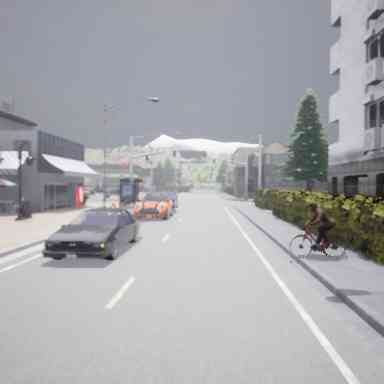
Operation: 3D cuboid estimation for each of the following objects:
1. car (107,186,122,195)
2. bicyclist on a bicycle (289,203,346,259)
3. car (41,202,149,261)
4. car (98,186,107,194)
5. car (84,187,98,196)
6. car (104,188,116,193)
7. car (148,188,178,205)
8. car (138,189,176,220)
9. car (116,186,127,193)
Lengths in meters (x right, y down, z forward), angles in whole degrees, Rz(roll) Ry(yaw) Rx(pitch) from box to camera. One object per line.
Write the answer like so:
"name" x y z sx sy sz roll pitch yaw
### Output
"car" -15.567 -0.052 69.038 2.007 1.523 4.514 1 1 3
"bicyclist on a bicycle" 3.668 1.143 9.678 1.656 1.620 0.582 1 1 3
"car" -3.098 1.289 11.555 2.033 1.411 5.357 1 1 3
"car" -22.026 -0.523 79.358 1.932 1.855 4.605 1 1 3
"car" -19.557 -0.016 62.169 1.970 1.475 3.806 1 1 3
"car" -21.667 -0.428 87.834 1.970 1.475 3.806 1 1 3
"car" -2.174 0.612 27.986 1.882 1.535 5.008 1 1 3
"car" -2.524 0.873 22.618 2.097 1.767 4.553 1 1 3
"car" -18.372 -0.665 87.061 1.905 1.878 3.866 1 1 3
